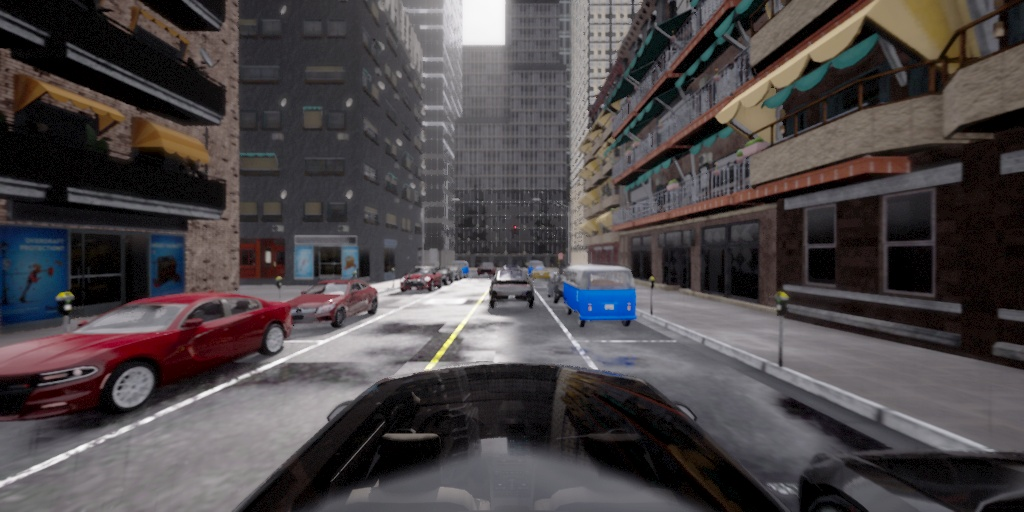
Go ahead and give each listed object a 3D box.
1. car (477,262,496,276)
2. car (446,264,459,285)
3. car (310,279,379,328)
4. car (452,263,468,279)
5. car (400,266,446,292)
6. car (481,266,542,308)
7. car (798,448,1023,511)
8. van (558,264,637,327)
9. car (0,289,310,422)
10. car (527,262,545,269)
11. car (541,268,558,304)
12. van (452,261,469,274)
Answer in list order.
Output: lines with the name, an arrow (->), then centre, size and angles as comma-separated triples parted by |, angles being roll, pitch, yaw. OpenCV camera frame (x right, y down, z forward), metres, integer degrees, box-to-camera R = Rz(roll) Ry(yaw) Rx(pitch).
car -> -3.055, 1.506, 44.144 | 2.097, 1.767, 4.553 | 0, -1, 0
car -> -5.725, 1.566, 28.481 | 1.948, 1.339, 4.313 | 0, 0, 0
car -> -5.704, 1.425, 11.677 | 1.802, 1.307, 4.207 | 0, 0, 0
car -> -5.732, 1.604, 34.084 | 2.007, 1.370, 4.403 | 0, 0, 0
car -> -5.718, 1.387, 22.880 | 1.967, 1.591, 4.097 | 0, 0, 0
car -> -0.014, 1.377, 16.144 | 2.128, 1.511, 4.902 | 0, 0, 0
car -> 2.691, 1.304, 0.455 | 1.948, 1.339, 4.313 | 0, 0, 0
van -> 2.677, 1.183, 11.658 | 1.690, 1.789, 3.998 | 0, 0, 0
car -> -5.697, 1.336, 6.075 | 1.888, 1.381, 4.507 | 0, 0, 0
car -> 2.649, 1.578, 34.235 | 1.751, 1.417, 4.829 | 0, 0, 0
car -> 2.670, 1.445, 17.261 | 2.007, 1.370, 4.403 | 0, 0, 0
van -> -5.739, 1.447, 39.685 | 1.690, 1.789, 3.998 | 0, 0, 0
